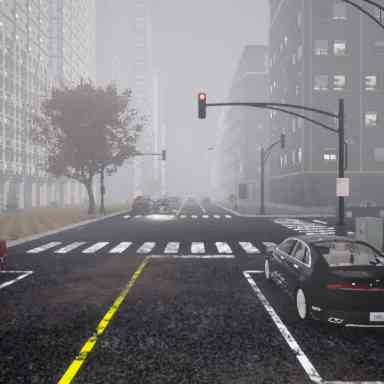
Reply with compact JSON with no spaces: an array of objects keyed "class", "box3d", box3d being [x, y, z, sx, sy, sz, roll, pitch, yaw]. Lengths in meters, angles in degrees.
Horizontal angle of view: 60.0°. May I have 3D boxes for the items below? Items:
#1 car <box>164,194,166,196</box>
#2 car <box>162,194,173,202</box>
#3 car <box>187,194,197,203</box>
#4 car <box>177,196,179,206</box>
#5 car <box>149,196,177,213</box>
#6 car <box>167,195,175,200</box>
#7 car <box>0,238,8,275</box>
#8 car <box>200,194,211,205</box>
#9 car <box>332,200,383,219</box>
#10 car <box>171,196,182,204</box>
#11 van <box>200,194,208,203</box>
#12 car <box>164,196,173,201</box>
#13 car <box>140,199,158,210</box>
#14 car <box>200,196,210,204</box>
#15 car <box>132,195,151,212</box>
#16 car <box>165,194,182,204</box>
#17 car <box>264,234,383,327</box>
[{"class":"car","box3d":[-5.786,1.627,72.461,1.947,1.339,4.313,0,0,0]},{"class":"car","box3d":[-5.793,1.385,77.983,2.192,1.841,5.009,0,0,0]},{"class":"car","box3d":[-0.089,1.602,68.653,2.033,1.411,5.357,0,0,0]},{"class":"car","box3d":[-3.158,1.629,46.375,1.895,1.301,4.718,0,0,0]},{"class":"car","box3d":[-3.147,1.510,37.139,2.128,1.511,4.902,0,0,0]},{"class":"car","box3d":[-5.814,1.654,94.552,2.008,1.369,4.403,0,0,0]},{"class":"car","box3d":[-5.701,1.545,6.936,1.887,1.381,4.507,0,0,0]},{"class":"car","box3d":[2.610,1.610,61.425,1.947,1.339,4.313,0,0,0]},{"class":"car","box3d":[13.391,1.350,26.366,4.403,1.369,2.008,-1,1,-1]},{"class":"car","box3d":[-3.112,1.530,66.948,1.882,1.535,5.008,0,0,0]},{"class":"van","box3d":[2.595,1.402,72.472,1.690,1.788,3.998,0,0,0]},{"class":"car","box3d":[-5.800,1.632,83.507,2.008,1.369,4.403,0,0,0]},{"class":"car","box3d":[-5.750,1.592,44.847,1.947,1.339,4.313,0,0,0]},{"class":"car","box3d":[2.602,1.578,67.118,1.752,1.417,4.829,0,0,0]},{"class":"car","box3d":[-5.743,1.336,39.324,2.192,1.841,5.009,0,0,0]},{"class":"car","box3d":[-3.157,1.516,56.461,1.882,1.535,5.008,0,0,0]},{"class":"car","box3d":[2.679,1.551,6.946,2.008,1.369,4.403,0,0,0]}]
